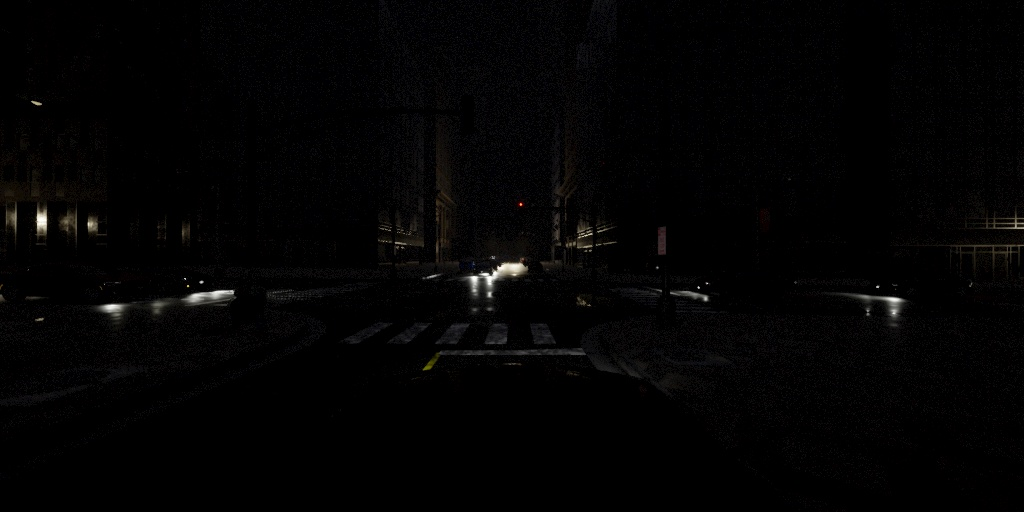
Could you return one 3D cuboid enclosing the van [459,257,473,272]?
[{"bbox_3d":[-5.639,1.058,45.147,1.690,1.789,3.998,0,0,0],"label":"van"}]

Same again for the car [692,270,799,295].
[{"bbox_3d":[13.651,1.504,21.085,5.357,1.411,2.033,1,0,0],"label":"car"}]

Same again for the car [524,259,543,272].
[{"bbox_3d":[2.886,1.283,45.092,1.948,1.339,4.313,0,0,0],"label":"car"}]

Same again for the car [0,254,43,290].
[{"bbox_3d":[-27.026,0.758,17.875,4.553,1.767,2.097,1,0,0],"label":"car"}]

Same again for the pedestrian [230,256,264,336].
[{"bbox_3d":[-6.047,0.892,8.198,0.375,1.860,0.375,0,0,0],"label":"pedestrian"}]

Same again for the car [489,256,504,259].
[{"bbox_3d":[-2.770,1.220,59.308,1.812,1.442,4.674,0,0,0],"label":"car"}]

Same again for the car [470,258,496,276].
[{"bbox_3d":[-2.925,1.253,37.232,1.812,1.442,4.674,0,0,0],"label":"car"}]

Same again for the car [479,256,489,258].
[{"bbox_3d":[-5.528,1.128,62.094,1.967,1.591,4.097,0,0,0],"label":"car"}]

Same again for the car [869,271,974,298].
[{"bbox_3d":[23.882,1.599,21.030,4.892,1.490,1.837,1,0,0],"label":"car"}]

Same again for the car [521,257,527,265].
[{"bbox_3d":[2.997,1.270,62.040,1.802,1.307,4.207,0,0,0],"label":"car"}]

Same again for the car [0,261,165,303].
[{"bbox_3d":[-17.608,0.993,14.568,5.008,1.535,1.882,1,0,0],"label":"car"}]

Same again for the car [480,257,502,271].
[{"bbox_3d":[-2.860,1.205,47.670,2.128,1.511,4.902,0,0,0],"label":"car"}]

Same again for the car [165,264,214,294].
[{"bbox_3d":[-17.417,1.094,17.817,4.181,1.385,1.994,1,0,0],"label":"car"}]
